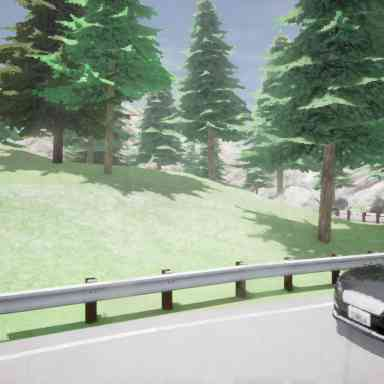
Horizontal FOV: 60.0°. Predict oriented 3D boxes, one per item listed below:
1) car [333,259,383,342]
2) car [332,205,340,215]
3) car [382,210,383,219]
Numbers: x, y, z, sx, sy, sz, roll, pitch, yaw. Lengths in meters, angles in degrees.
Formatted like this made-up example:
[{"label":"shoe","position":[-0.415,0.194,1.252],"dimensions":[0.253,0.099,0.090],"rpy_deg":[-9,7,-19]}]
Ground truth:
[{"label":"car","position":[4.669,1.491,5.566],"dimensions":[4.902,1.511,2.128],"rpy_deg":[0,0,-20]},{"label":"car","position":[12.640,1.579,33.076],"dimensions":[1.994,1.385,4.181],"rpy_deg":[0,0,-20]},{"label":"car","position":[16.073,1.367,23.645],"dimensions":[2.097,1.767,4.553],"rpy_deg":[0,0,-20]}]
